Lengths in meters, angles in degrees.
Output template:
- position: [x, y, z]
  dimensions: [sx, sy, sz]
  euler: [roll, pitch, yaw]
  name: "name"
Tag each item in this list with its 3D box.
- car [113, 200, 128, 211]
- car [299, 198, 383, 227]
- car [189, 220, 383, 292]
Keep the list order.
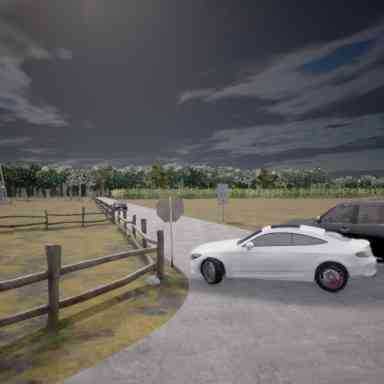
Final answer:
- position: [-10.749, 1.976, 49.474]
  dimensions: [2.033, 1.411, 5.357]
  euler: [-2, 0, -18]
  name: "car"
- position: [5.101, 1.223, 9.781]
  dimensions: [2.150, 2.045, 5.566]
  euler: [-2, 0, -39]
  name: "car"
- position: [2.226, 1.611, 8.826]
  dimensions: [4.674, 1.442, 1.812]
  euler: [-2, 0, 18]
  name: "car"
